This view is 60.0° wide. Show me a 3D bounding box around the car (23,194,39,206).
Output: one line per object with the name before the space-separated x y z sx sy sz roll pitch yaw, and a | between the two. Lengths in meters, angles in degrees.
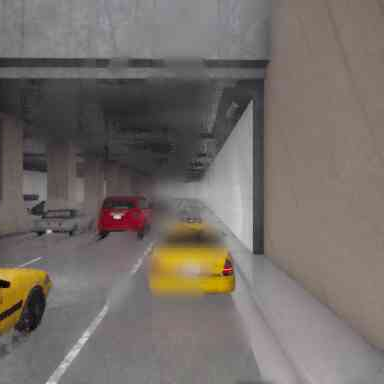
car | -17.427 1.223 33.855 2.150 2.045 5.566 0 0 0

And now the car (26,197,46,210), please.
car | -13.941 1.506 32.651 1.837 1.490 4.892 0 0 1

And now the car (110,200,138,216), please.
car | -6.849 1.565 33.985 1.994 1.385 4.181 0 0 1

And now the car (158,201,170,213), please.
car | -3.348 1.565 34.067 1.994 1.385 4.181 0 0 1

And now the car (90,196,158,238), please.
car | -3.361 1.223 17.767 2.150 2.045 5.566 0 0 1

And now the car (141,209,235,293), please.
car | 0.005 1.457 8.840 1.801 1.575 5.366 0 0 0

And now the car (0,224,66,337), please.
car | -3.396 1.455 3.771 1.801 1.575 5.366 0 0 0

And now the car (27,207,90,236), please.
car | -6.855 1.601 18.262 1.895 1.301 4.718 0 0 1
